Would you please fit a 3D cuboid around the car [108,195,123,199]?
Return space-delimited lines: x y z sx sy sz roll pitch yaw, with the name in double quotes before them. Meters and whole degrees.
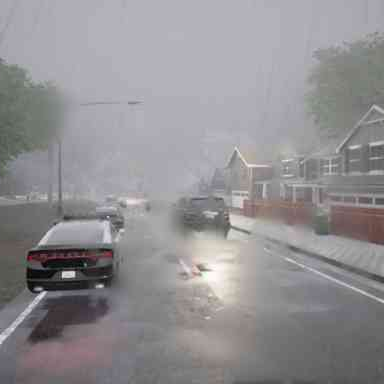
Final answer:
"car" -9.686 1.479 43.600 1.895 1.301 4.718 0 0 -16

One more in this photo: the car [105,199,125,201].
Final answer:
"car" -6.042 1.474 24.688 1.812 1.442 4.674 0 0 -13

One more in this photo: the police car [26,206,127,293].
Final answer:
"police car" -2.886 1.415 9.084 1.930 1.638 5.238 0 0 -10

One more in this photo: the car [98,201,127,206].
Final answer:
"car" -4.772 1.473 18.811 1.837 1.490 4.892 0 0 -12

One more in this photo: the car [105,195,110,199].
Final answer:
"car" -14.719 1.280 60.314 1.882 1.535 5.008 0 0 -19

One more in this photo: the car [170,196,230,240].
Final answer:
"car" 0.264 1.192 17.181 2.150 2.045 5.566 0 0 -12

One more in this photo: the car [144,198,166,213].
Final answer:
"car" -4.113 1.393 36.357 2.128 1.511 4.902 0 0 -14
